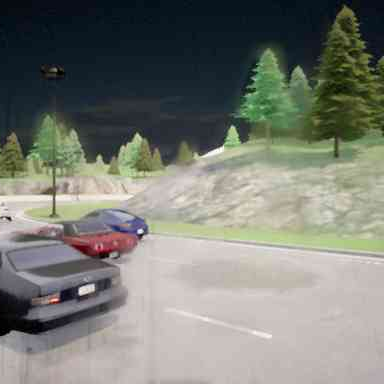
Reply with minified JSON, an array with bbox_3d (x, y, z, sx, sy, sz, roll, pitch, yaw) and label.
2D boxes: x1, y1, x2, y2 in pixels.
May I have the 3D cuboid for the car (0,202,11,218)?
[{"bbox_3d":[-15.446,1.485,26.019,1.812,1.442,4.674,0,0,-38],"label":"car"}]

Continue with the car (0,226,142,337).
[{"bbox_3d":[-3.657,1.538,6.581,5.357,1.411,2.033,0,0,36],"label":"car"}]

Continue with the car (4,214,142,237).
[{"bbox_3d":[-4.147,1.586,11.237,4.718,1.301,1.895,0,0,36],"label":"car"}]

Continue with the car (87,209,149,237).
[{"bbox_3d":[-4.055,1.508,15.499,4.674,1.442,1.812,0,0,36],"label":"car"}]
